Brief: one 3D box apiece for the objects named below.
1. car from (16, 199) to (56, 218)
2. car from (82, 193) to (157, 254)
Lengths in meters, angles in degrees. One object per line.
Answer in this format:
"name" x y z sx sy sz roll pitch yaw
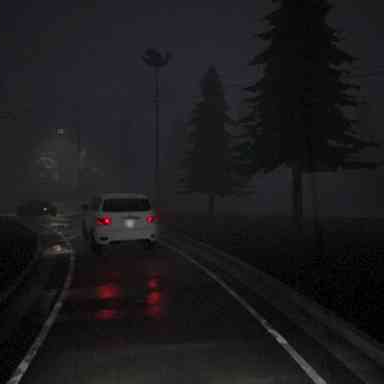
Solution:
"car" -12.679 1.268 26.973 1.994 1.385 4.181 -1 1 -44
"car" -3.021 1.058 13.173 2.150 2.045 5.566 0 0 -22
